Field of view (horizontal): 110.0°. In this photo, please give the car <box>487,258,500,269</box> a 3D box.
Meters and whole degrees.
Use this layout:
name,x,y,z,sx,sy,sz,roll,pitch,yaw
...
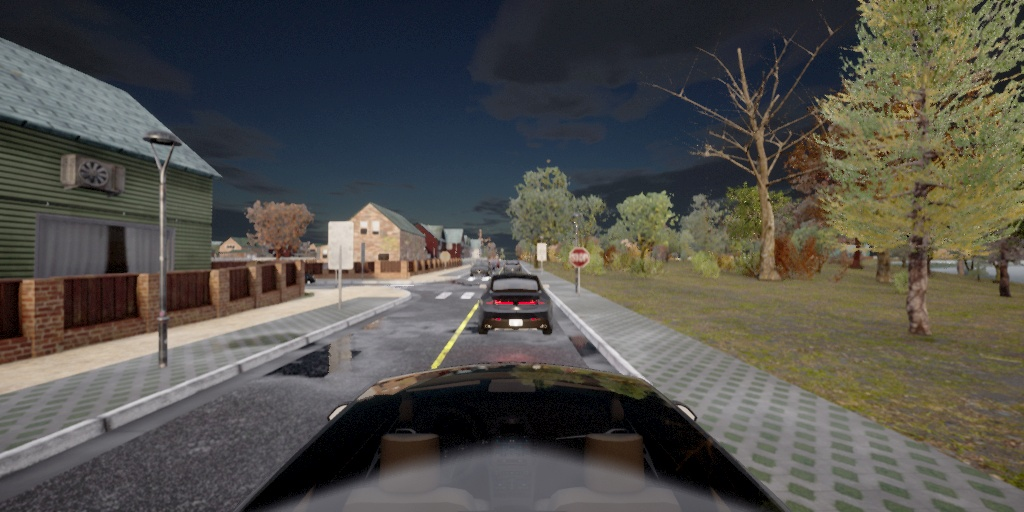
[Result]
name,x,y,z,sx,sy,sz,roll,pitch,yaw
car,-2.892,1.173,57.022,1.882,1.535,5.008,0,0,0

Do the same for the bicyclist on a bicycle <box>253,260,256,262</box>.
name,x,y,z,sx,sy,sz,roll,pitch,yaw
bicyclist on a bicycle,-20.276,1.155,28.372,0.582,1.620,1.656,0,-1,2

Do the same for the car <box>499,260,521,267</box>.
name,x,y,z,sx,sy,sz,roll,pitch,yaw
car,0.041,1.185,38.878,2.128,1.511,4.902,0,0,0

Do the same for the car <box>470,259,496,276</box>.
name,x,y,z,sx,sy,sz,roll,pitch,yaw
car,-2.954,1.201,35.306,1.837,1.490,4.892,0,0,2

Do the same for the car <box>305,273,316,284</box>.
name,x,y,z,sx,sy,sz,roll,pitch,yaw
car,-15.275,1.254,22.358,5.357,1.411,2.033,0,-1,2

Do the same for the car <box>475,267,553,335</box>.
name,x,y,z,sx,sy,sz,roll,pitch,yaw
car,0.079,1.234,10.417,1.837,1.490,4.892,0,0,0

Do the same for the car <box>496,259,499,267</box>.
name,x,y,z,sx,sy,sz,roll,pitch,yaw
car,-2.907,1.293,45.552,1.895,1.301,4.718,0,0,0
